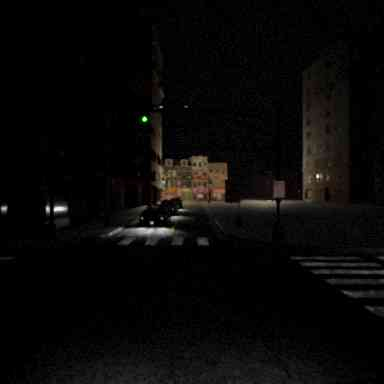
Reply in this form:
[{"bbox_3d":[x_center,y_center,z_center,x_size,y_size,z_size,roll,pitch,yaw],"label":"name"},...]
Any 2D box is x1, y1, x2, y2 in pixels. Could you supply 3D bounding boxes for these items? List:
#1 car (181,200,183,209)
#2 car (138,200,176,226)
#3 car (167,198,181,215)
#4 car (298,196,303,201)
[{"bbox_3d":[-2.272,1.570,46.593,1.837,1.490,4.892,0,0,1],"label":"car"},{"bbox_3d":[-2.509,1.569,23.691,2.033,1.411,5.357,0,0,1],"label":"car"},{"bbox_3d":[-2.410,1.543,33.832,1.837,1.490,4.892,0,0,1],"label":"car"},{"bbox_3d":[29.859,1.629,85.752,5.008,1.535,1.882,0,0,-9],"label":"car"}]
